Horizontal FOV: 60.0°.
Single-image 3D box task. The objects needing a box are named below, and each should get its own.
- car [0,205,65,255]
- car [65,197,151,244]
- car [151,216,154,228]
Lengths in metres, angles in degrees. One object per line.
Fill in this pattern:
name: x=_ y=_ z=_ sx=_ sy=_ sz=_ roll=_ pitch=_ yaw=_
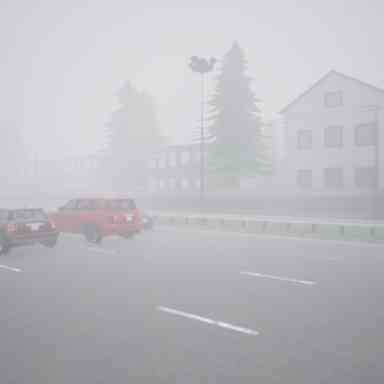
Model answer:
car: x=-7.594 y=1.367 z=13.679 sx=4.553 sy=1.767 sz=2.097 roll=0 pitch=0 yaw=36
car: x=-4.905 y=1.239 z=16.053 sx=5.566 sy=2.045 sz=2.150 roll=0 pitch=0 yaw=36
car: x=-4.285 y=1.581 z=19.923 sx=4.181 sy=1.385 sz=1.994 roll=0 pitch=0 yaw=36
